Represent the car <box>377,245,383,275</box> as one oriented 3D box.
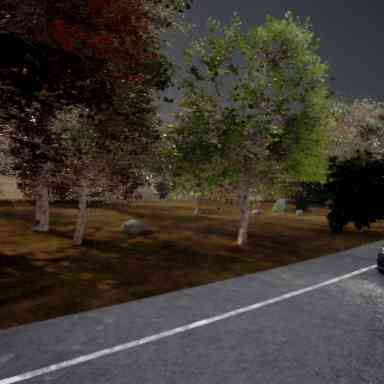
[{"bbox_3d":[7.017,1.566,9.583,4.674,1.442,1.812,0,0,-42],"label":"car"}]
